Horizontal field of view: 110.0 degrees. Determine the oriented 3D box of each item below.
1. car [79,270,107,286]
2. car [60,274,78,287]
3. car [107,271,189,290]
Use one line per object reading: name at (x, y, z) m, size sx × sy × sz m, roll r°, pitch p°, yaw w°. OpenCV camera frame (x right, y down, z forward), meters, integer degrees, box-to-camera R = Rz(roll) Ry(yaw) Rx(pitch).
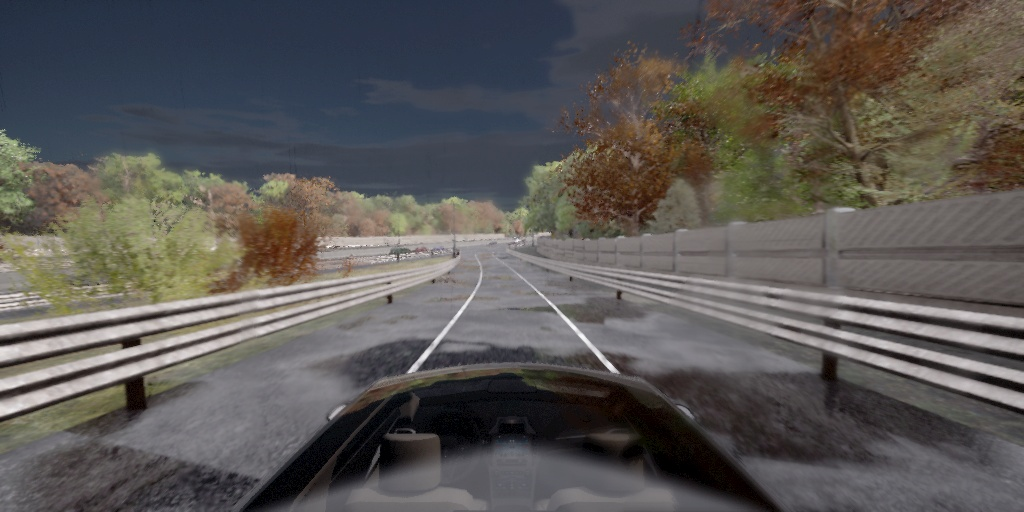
car at (-33.665, 2.060, 31.415) m, size 1.837 × 1.490 × 4.892 m, roll 1°, pitch 4°, yaw 17°
car at (-37.022, 2.015, 32.406) m, size 1.837 × 1.490 × 4.892 m, roll 1°, pitch 4°, yaw 17°
car at (-30.312, 1.951, 30.409) m, size 2.097 × 1.767 × 4.553 m, roll 1°, pitch 4°, yaw 17°
